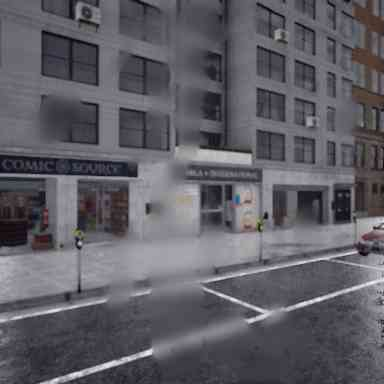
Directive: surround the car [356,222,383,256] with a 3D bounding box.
[{"bbox_3d":[7.657,1.620,11.997,4.206,1.307,1.802,0,0,-36],"label":"car"}]
